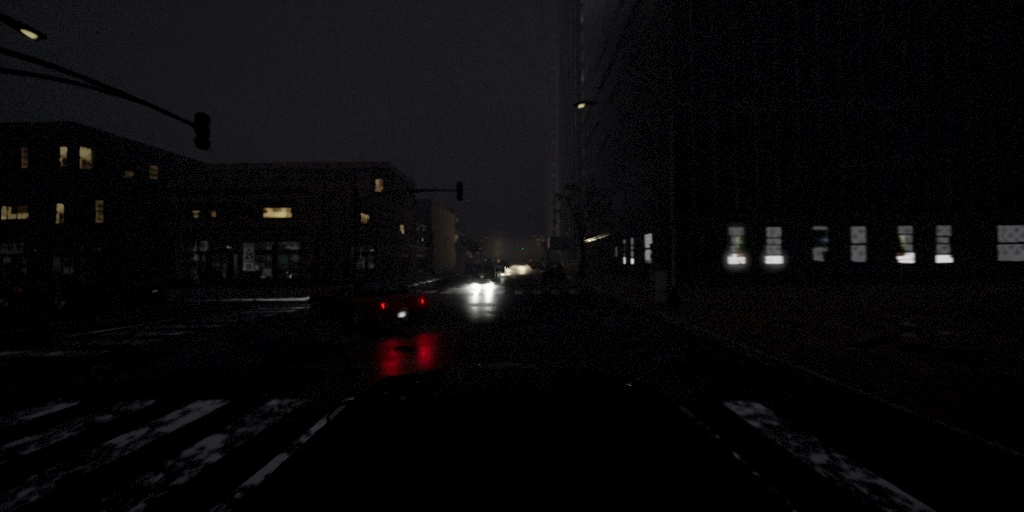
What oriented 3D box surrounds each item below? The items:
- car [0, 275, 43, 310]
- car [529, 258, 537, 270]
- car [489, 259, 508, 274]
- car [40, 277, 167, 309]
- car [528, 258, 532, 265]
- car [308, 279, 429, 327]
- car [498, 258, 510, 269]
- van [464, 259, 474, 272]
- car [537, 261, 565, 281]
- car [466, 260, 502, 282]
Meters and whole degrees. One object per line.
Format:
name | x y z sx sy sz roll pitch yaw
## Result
car | -24.516 1.693 17.268 4.097 1.591 1.967 0 0 2
car | 4.224 1.499 59.190 1.751 1.417 4.829 0 0 1
car | -1.899 1.480 46.096 1.812 1.442 4.674 0 0 1
car | -18.973 1.732 17.054 4.313 1.339 1.948 0 0 2
car | 4.367 1.523 64.723 1.751 1.417 4.829 0 0 1
car | -4.899 1.424 11.838 4.718 1.301 1.895 -1 0 40
car | -1.374 1.443 63.043 1.837 1.490 4.892 0 0 1
van | -4.587 1.296 42.651 1.690 1.789 3.998 0 0 1
car | 3.505 1.297 31.355 1.967 1.591 4.097 0 0 1
car | -2.306 1.381 30.808 2.128 1.511 4.902 0 0 2
